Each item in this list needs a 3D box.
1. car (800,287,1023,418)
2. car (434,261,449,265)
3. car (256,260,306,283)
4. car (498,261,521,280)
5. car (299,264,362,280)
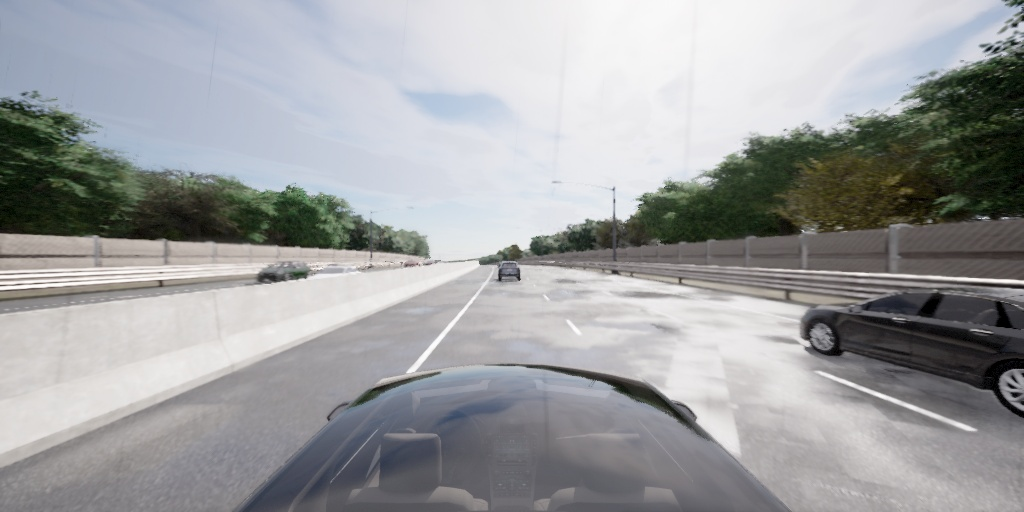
[{"bbox_3d":[7.119,1.243,5.710,1.837,1.490,4.892,0,0,0],"label":"car"},{"bbox_3d":[-12.058,1.544,63.638,1.812,1.442,4.674,0,0,-3],"label":"car"},{"bbox_3d":[-17.860,1.178,28.331,2.097,1.767,4.553,0,0,-1],"label":"car"},{"bbox_3d":[-0.254,1.237,32.140,2.033,1.649,4.856,0,0,-1],"label":"car"},{"bbox_3d":[-10.751,1.328,22.164,1.812,1.442,4.674,0,0,-1],"label":"car"}]
